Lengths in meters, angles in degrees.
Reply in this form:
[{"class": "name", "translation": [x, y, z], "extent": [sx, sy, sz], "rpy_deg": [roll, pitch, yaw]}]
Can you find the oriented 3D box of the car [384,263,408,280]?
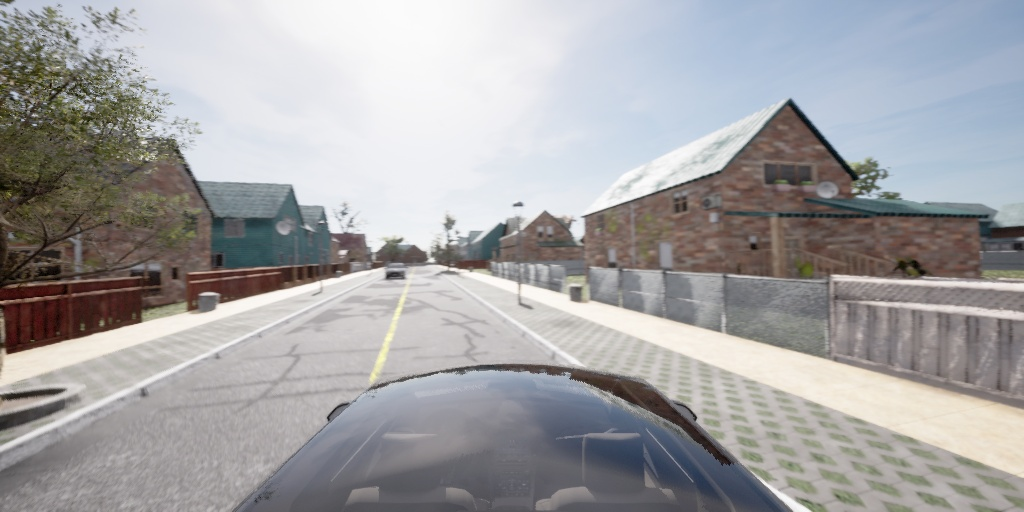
[{"class": "car", "translation": [-11.323, 1.477, 35.068], "extent": [1.837, 1.490, 4.892], "rpy_deg": [-1, 0, -15]}]
